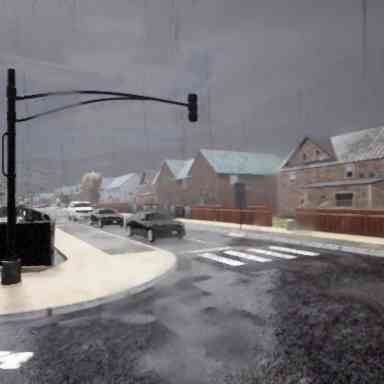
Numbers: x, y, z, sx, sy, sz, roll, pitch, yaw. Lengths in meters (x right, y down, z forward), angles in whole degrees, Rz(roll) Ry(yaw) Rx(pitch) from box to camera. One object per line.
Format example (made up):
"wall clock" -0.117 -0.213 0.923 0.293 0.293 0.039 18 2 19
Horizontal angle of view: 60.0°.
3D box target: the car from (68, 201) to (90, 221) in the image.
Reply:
"car" -12.205 2.076 36.690 2.150 2.045 5.566 0 -1 -29

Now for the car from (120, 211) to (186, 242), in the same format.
"car" -2.134 1.810 18.626 1.882 1.535 5.008 0 -1 -30

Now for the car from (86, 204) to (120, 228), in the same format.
"car" -7.089 2.062 27.499 1.882 1.535 5.008 0 -1 -29
